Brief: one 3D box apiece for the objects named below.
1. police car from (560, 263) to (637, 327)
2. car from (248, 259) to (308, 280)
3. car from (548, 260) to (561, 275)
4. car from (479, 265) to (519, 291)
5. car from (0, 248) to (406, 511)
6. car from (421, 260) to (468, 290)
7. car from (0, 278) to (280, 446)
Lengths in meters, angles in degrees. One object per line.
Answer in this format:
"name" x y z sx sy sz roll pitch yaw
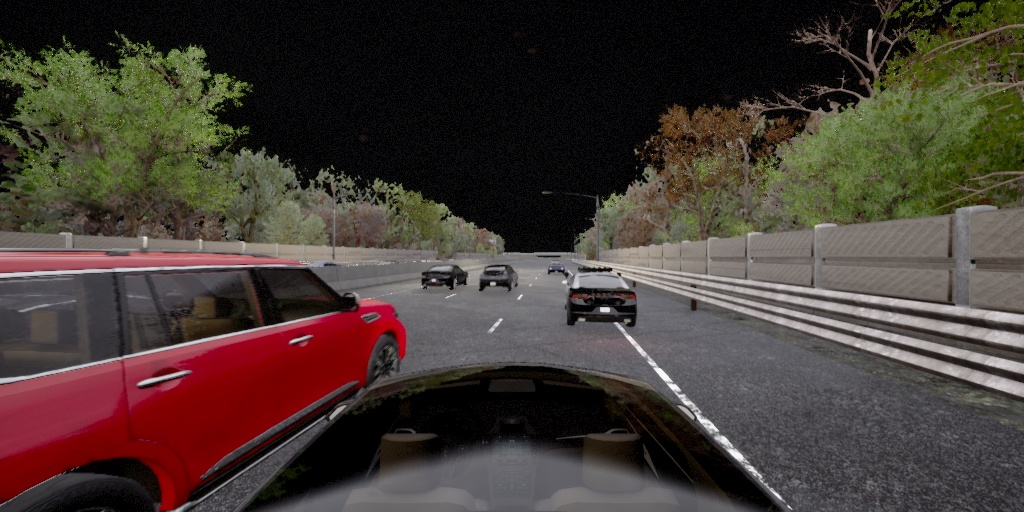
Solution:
"police car" 2.704 1.182 11.786 1.930 1.638 5.238 0 0 7
"car" -20.831 1.124 32.238 2.097 1.767 4.553 0 0 7
"car" 4.995 1.383 40.255 1.895 1.301 4.718 0 0 7
"car" -0.730 1.269 21.907 1.837 1.490 4.892 0 0 7
"car" -2.977 0.972 3.300 2.150 2.045 5.566 0 0 7
"car" -4.140 1.243 22.844 1.882 1.535 5.008 0 0 7
"car" -6.266 1.242 5.299 2.128 1.511 4.902 0 0 7
